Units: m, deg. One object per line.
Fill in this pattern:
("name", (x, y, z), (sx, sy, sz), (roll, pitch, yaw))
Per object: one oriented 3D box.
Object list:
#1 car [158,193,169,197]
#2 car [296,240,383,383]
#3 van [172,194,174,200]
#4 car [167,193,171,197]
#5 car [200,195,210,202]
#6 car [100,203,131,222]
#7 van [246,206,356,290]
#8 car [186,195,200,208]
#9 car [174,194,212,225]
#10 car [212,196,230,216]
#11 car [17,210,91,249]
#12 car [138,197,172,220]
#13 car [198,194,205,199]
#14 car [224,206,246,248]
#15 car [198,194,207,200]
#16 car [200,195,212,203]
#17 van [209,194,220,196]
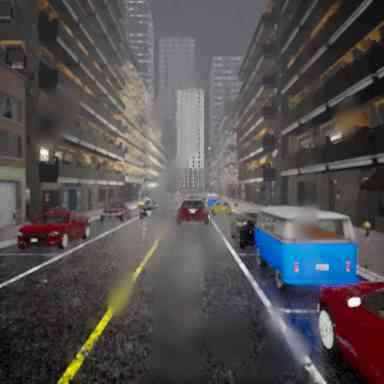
("car", (-5.701, 1.341, 58.427), (1.947, 1.339, 4.313), (0, 0, 0))
("car", (2.683, 1.531, 3.181), (1.887, 1.381, 4.507), (0, 0, 0))
("van", (-5.705, 1.058, 74.997), (1.690, 1.788, 3.998), (-1, 0, 0))
("car", (-5.702, 1.300, 63.951), (1.887, 1.381, 4.507), (0, 0, 0))
("car", (2.679, 1.287, 69.461), (2.008, 1.369, 4.403), (-1, 0, 0))
("car", (-5.699, 1.480, 25.287), (1.802, 1.307, 4.206), (0, 0, 0))
("van", (2.681, 1.305, 8.703), (1.690, 1.788, 3.998), (0, 0, 0))
("car", (0.096, 1.295, 46.692), (1.882, 1.535, 5.008), (0, 0, 0))
("car", (0.060, 1.257, 23.213), (2.097, 1.767, 4.553), (0, 0, 0))
("car", (2.681, 1.402, 30.968), (1.752, 1.417, 4.829), (0, 0, 0))
("car", (-5.699, 1.486, 14.240), (1.887, 1.381, 4.507), (0, 0, 0))
("car", (-3.060, 1.385, 26.851), (2.128, 1.511, 4.902), (0, 0, 0))
("car", (2.677, 1.186, 91.726), (1.752, 1.417, 4.829), (-1, 0, 0))
("car", (2.682, 1.508, 14.228), (1.947, 1.339, 4.313), (0, 0, 0))
("car", (2.678, 1.231, 86.032), (2.008, 1.369, 4.403), (-1, 0, 0))
("car", (2.679, 1.306, 63.938), (2.008, 1.369, 4.403), (-1, 0, 0))
("van", (2.678, 1.177, 41.845), (1.690, 1.788, 3.998), (-1, 0, 0))
